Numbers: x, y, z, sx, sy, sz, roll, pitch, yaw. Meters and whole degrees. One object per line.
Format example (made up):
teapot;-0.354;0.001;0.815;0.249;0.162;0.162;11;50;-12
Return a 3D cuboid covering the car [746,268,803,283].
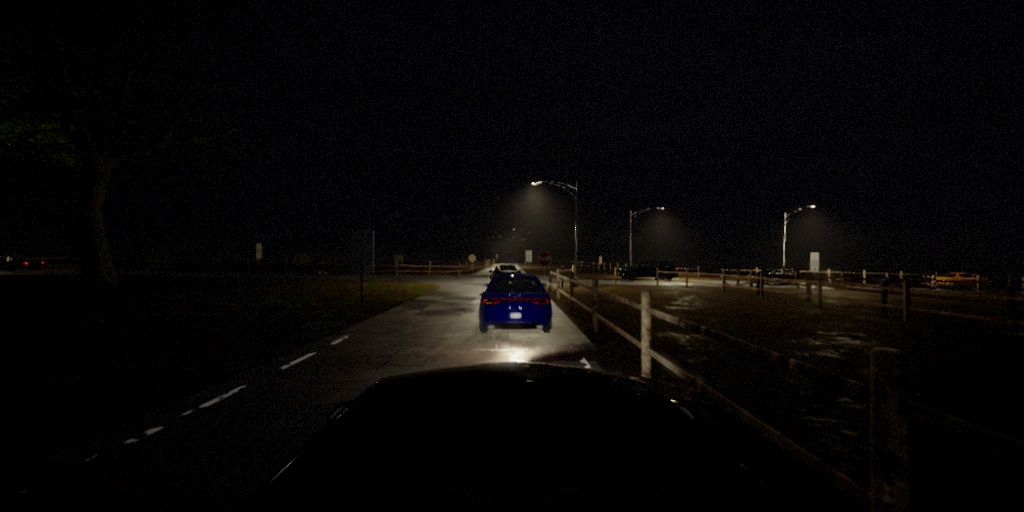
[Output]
car;25.239;1.920;34.571;4.892;1.490;1.837;1;1;0

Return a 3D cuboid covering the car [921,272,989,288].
car;42.711;2.332;34.648;5.008;1.535;1.882;2;1;0

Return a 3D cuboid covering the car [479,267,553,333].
car;0.096;1.268;10.952;1.882;1.535;5.008;0;0;0

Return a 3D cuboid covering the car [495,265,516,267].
car;-0.455;1.351;24.166;1.837;1.490;4.892;0;0;-8

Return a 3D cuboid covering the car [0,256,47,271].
car;-47.813;0.687;34.047;5.357;1.411;2.033;1;1;0

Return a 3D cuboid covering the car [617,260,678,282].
car;13.010;1.370;34.508;5.566;2.045;2.150;1;1;1
